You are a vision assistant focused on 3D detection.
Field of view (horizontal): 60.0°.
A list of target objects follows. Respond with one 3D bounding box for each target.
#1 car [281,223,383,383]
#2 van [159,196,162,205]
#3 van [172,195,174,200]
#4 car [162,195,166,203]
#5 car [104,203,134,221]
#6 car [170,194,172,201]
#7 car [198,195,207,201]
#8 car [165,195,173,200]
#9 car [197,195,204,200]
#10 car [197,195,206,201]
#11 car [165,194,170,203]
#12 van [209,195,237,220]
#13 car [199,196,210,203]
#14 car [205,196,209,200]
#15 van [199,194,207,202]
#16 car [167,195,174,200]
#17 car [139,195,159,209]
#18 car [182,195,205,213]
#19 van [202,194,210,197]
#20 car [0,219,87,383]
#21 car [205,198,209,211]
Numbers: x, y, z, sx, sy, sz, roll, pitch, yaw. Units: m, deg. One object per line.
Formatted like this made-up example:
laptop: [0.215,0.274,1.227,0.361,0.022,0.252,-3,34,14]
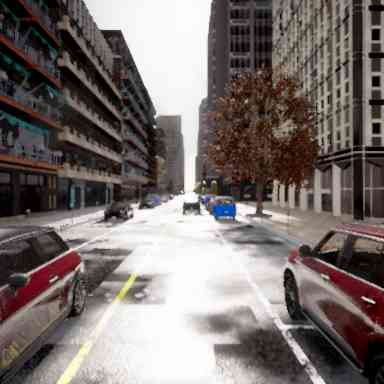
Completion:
car: [2.675,1.292,4.223,2.192,1.841,5.009,0,0,0]
van: [-5.893,1.270,49.496,1.690,1.788,3.998,0,0,0]
van: [-6.033,1.292,83.476,1.690,1.788,3.998,0,0,0]
car: [-5.916,1.479,55.158,2.008,1.369,4.403,0,0,0]
car: [-5.799,1.524,26.843,1.947,1.339,4.313,0,0,0]
car: [-5.986,1.491,72.148,2.008,1.369,4.403,0,0,0]
car: [2.371,1.460,77.846,1.887,1.381,4.507,0,0,0]
car: [-6.055,1.481,88.970,1.752,1.417,4.829,0,0,0]
car: [2.301,1.476,94.839,1.887,1.381,4.507,0,0,0]
car: [2.348,1.471,83.510,2.008,1.369,4.403,0,0,0]
car: [-5.962,1.460,66.314,1.752,1.417,4.829,0,0,0]
van: [2.581,1.269,26.877,1.690,1.788,3.998,0,0,0]
car: [2.417,1.455,66.518,2.008,1.369,4.403,0,0,0]
car: [2.534,1.492,38.203,1.802,1.307,4.206,0,0,0]
van: [2.393,1.251,72.182,1.690,1.788,3.998,0,0,0]
car: [-6.079,1.527,94.804,1.947,1.339,4.313,0,0,0]
car: [-5.869,1.498,43.832,1.947,1.339,4.313,0,0,0]
car: [-0.047,1.415,35.526,2.128,1.511,4.902,0,0,0]
van: [2.511,1.244,43.866,1.690,1.788,3.998,0,0,0]
car: [-3.021,1.349,4.351,2.097,1.767,4.553,0,0,0]
car: [2.558,1.501,32.542,1.802,1.307,4.206,0,0,0]
